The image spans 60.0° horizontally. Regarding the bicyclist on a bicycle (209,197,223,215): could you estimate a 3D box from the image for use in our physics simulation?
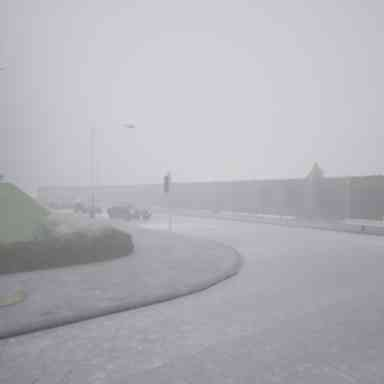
[{"bbox_3d":[2.207,1.284,30.674,1.656,1.620,0.582,-1,0,-36],"label":"bicyclist on a bicycle"}]

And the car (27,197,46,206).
[{"bbox_3d":[-24.622,1.530,54.303,4.181,1.385,1.994,0,0,5],"label":"car"}]

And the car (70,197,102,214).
[{"bbox_3d":[-10.860,1.490,34.534,1.812,1.442,4.674,0,0,-35],"label":"car"}]

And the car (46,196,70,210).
[{"bbox_3d":[-16.752,1.317,42.760,2.097,1.767,4.553,0,0,-36],"label":"car"}]

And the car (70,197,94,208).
[{"bbox_3d":[-16.230,1.478,48.856,1.812,1.442,4.674,0,0,-38],"label":"car"}]

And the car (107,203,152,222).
[{"bbox_3d":[-5.012,1.565,26.335,1.895,1.301,4.718,0,0,-36],"label":"car"}]
